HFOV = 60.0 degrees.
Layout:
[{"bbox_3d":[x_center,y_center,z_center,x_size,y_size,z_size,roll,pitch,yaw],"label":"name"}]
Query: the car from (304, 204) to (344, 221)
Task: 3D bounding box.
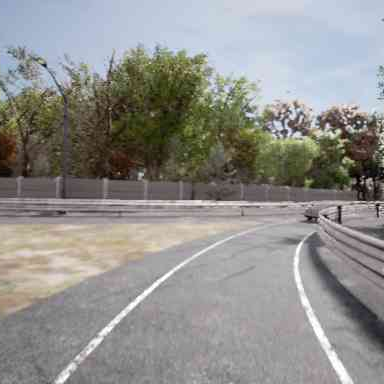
[{"bbox_3d":[11.283,1.722,28.264,2.033,1.411,5.357,1,0,41],"label":"car"}]
